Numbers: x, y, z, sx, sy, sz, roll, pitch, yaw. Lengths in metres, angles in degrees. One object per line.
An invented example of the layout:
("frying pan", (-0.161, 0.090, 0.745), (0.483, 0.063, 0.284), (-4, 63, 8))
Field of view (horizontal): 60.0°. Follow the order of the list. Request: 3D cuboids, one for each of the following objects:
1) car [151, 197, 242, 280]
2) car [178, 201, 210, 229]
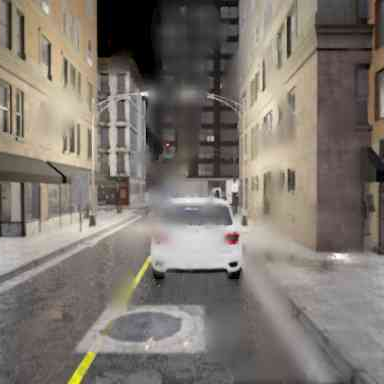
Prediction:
("car", (0.113, 1.150, 9.813), (2.150, 2.045, 5.566), (0, 1, 0))
("car", (0.114, 1.369, 21.323), (1.812, 1.442, 4.674), (0, 0, 0))
